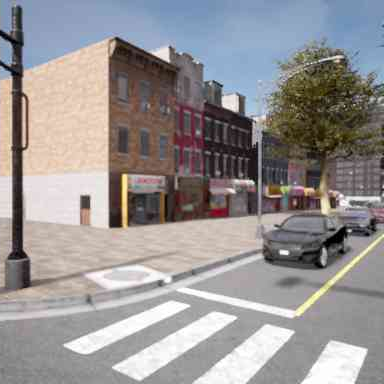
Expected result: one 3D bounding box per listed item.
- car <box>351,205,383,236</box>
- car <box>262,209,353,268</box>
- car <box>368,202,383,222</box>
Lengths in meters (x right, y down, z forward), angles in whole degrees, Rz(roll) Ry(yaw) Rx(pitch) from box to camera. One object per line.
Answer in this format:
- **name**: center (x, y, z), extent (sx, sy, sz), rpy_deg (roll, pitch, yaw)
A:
- **car**: center (9.885, 1.723, 19.992), extent (2.033, 1.411, 5.357), rpy_deg (0, -1, 35)
- **car**: center (4.165, 1.545, 11.892), extent (1.882, 1.535, 5.008), rpy_deg (0, 0, 35)
- **car**: center (15.766, 1.675, 28.338), extent (2.097, 1.767, 4.553), rpy_deg (0, -1, 34)
